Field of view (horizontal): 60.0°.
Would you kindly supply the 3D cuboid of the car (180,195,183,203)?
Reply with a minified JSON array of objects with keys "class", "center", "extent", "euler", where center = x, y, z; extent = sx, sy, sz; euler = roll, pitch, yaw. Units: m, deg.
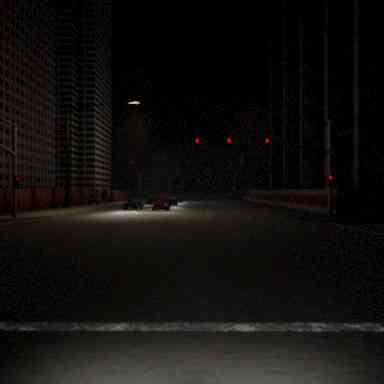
[{"class":"car","center":[-3.181,1.554,66.550],"extent":[1.895,1.301,4.718],"euler":[0,0,1]}]

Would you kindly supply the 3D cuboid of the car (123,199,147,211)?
[{"class":"car","center":[-7.168,1.572,41.021],"extent":[1.895,1.301,4.718],"euler":[0,0,1]}]

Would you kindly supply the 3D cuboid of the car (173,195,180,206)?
[{"class":"car","center":[-3.361,1.564,53.387],"extent":[1.895,1.301,4.718],"euler":[0,0,1]}]

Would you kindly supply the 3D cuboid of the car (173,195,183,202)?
[{"class":"car","center":[-3.046,1.449,73.633],"extent":[1.837,1.490,4.892],"euler":[0,0,1]}]

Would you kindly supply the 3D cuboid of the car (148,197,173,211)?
[{"class":"car","center":[-3.686,1.450,39.778],"extent":[1.882,1.535,5.008],"euler":[0,0,1]}]
